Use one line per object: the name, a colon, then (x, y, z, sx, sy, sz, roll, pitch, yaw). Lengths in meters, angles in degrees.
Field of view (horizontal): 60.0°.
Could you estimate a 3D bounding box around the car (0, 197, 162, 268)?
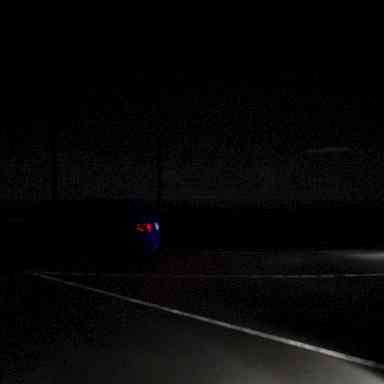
car: (-3.771, 1.210, 10.985, 5.566, 2.045, 2.150, 0, 0, 6)
